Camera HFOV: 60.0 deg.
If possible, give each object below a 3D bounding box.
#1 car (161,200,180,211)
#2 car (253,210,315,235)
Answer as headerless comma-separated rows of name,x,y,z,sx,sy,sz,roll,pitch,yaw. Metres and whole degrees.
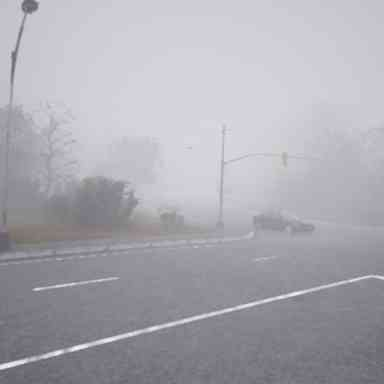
car,-3.005,1.874,46.324,1.882,1.535,5.008,2,1,-16
car,6.336,2.079,23.381,1.882,1.535,5.008,3,-2,-28
